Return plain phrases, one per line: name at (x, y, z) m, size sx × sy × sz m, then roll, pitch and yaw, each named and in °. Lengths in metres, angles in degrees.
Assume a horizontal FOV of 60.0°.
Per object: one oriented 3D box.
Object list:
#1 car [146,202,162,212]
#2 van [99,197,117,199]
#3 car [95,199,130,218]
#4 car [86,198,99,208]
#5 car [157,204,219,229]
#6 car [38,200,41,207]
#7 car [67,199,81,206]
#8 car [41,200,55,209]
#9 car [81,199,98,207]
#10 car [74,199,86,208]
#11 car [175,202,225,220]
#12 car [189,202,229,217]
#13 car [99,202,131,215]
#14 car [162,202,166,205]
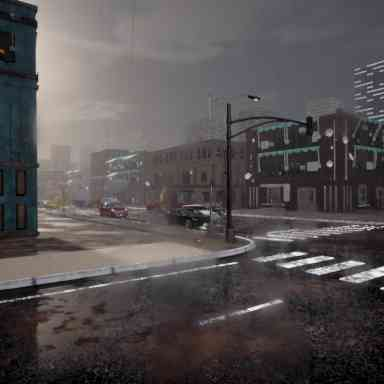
car at (-4.679, 1.966, 44.550) m, size 1.802 × 1.307 × 4.206 m, roll -2°, pitch 0°, yaw -35°
van at (-14.298, 1.907, 58.090) m, size 1.690 × 1.788 × 3.998 m, roll -1°, pitch 0°, yaw -35°
car at (-8.311, 1.846, 35.184) m, size 1.967 × 1.590 × 4.097 m, roll -1°, pitch 0°, yaw -35°
car at (-17.503, 1.940, 62.603) m, size 2.192 × 1.841 × 5.009 m, roll -1°, pitch 0°, yaw -35°
car at (-0.374, 1.814, 23.799) m, size 1.947 × 1.339 × 4.313 m, roll -1°, pitch 0°, yaw -35°
car at (-30.738, 2.376, 66.778) m, size 2.008 × 1.369 × 4.403 m, roll -1°, pitch 0°, yaw -35°
car at (-27.110, 2.364, 76.144) m, size 1.947 × 1.339 × 4.313 m, roll -1°, pitch 0°, yaw -35°
car at (-24.231, 2.232, 57.612) m, size 1.752 × 1.417 × 4.829 m, roll -1°, pitch 0°, yaw -35°
car at (-20.702, 2.227, 67.117) m, size 1.887 × 1.381 × 4.507 m, roll -1°, pitch 0°, yaw -35°
car at (-20.440, 2.191, 62.288) m, size 1.812 × 1.442 × 4.674 m, roll -1°, pitch 0°, yaw -35°
car at (0.343, 1.776, 27.493) m, size 1.812 × 1.442 × 4.674 m, roll -1°, pitch 0°, yaw -35°
car at (1.728, 1.810, 35.524) m, size 2.008 × 1.369 × 4.403 m, roll -2°, pitch 0°, yaw -35°
car at (-9.676, 1.995, 41.620) m, size 2.033 × 1.411 × 5.357 m, roll -1°, pitch 0°, yaw -35°
car at (-1.476, 1.904, 40.037) m, size 1.802 × 1.307 × 4.206 m, roll -2°, pitch 0°, yaw -35°
